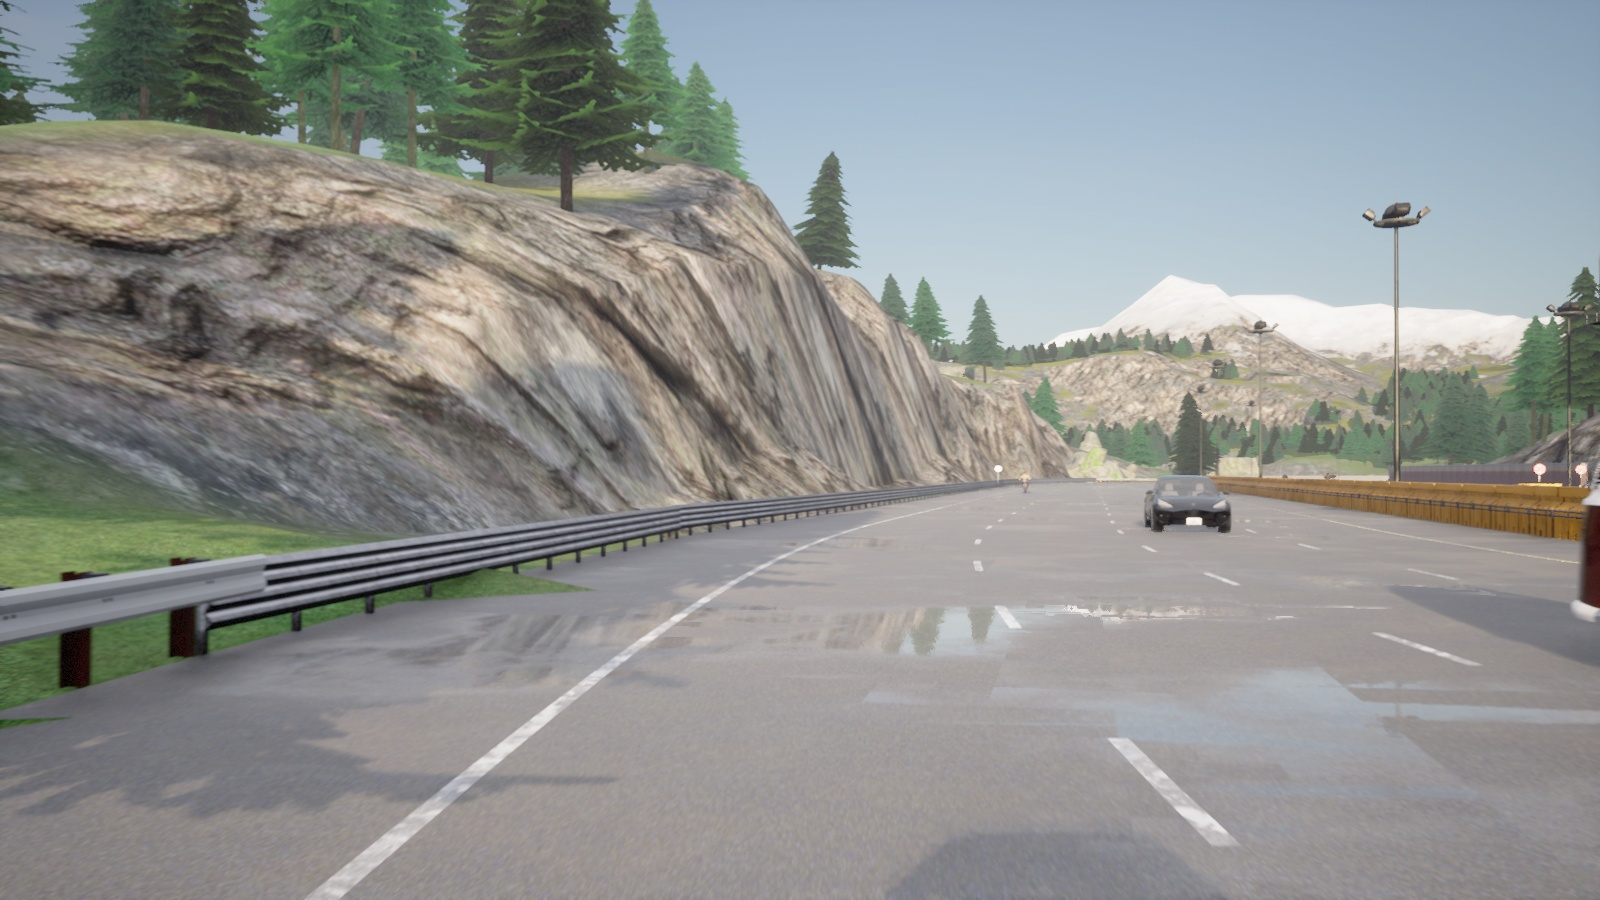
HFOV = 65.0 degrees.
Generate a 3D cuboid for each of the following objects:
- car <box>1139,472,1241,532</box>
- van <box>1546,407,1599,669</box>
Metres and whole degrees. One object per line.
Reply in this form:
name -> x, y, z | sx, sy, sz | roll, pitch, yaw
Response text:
car -> 10.425, 1.344, 33.911 | 2.163, 1.488, 4.792 | 0, -1, 12
van -> 7.172, 0.649, 8.188 | 2.069, 2.038, 4.480 | -1, -1, 3
